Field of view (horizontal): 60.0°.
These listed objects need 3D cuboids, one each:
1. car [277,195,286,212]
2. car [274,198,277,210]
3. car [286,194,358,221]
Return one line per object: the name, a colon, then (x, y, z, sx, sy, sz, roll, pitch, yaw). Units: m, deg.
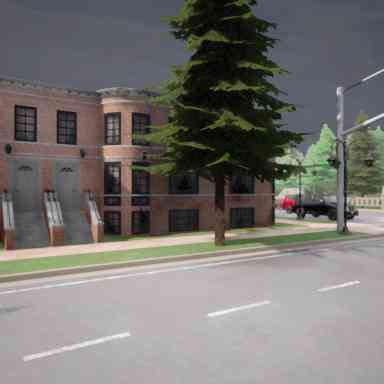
car: (11.598, 1.219, 33.556, 2.150, 2.045, 5.566, 0, 0, -30)
car: (10.676, 1.523, 42.571, 1.812, 1.442, 4.674, 0, 0, -30)
car: (10.933, 1.220, 27.782, 2.150, 2.045, 5.566, 0, 0, -28)
